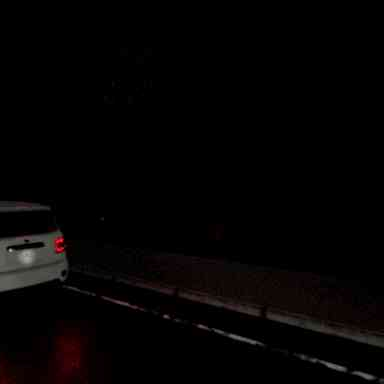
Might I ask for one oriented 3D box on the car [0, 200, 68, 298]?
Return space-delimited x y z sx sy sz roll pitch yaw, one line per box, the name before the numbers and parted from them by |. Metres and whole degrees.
car | -5.100 1.190 7.513 5.566 2.045 2.150 1 0 36
